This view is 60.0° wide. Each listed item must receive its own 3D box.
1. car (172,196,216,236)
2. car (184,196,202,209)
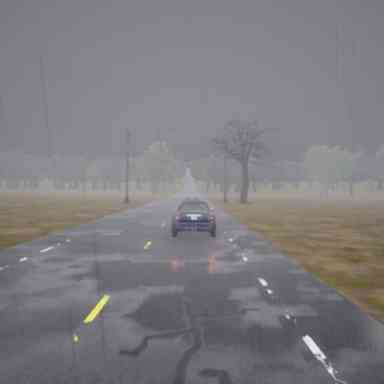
[{"bbox_3d":[0.088,1.202,17.500,2.097,1.767,4.553,1,1,0],"label":"car"},{"bbox_3d":[0.060,1.202,38.957,1.994,1.385,4.181,0,1,0],"label":"car"}]
